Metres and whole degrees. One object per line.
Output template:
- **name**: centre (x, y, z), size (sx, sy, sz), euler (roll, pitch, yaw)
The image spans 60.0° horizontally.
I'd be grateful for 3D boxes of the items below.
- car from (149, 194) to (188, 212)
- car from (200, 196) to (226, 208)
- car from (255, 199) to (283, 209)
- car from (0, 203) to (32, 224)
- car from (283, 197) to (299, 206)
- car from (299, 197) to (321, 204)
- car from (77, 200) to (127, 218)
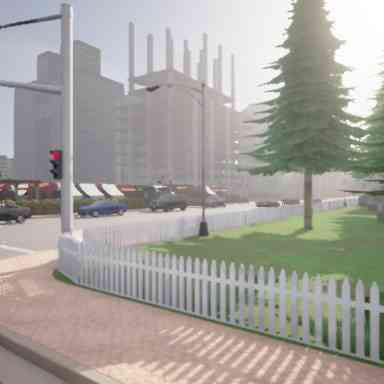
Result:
- **car**: centre (-2.715, 1.265, 39.588), size (2.150, 2.045, 5.566), euler (0, 0, 34)
- **car**: centre (3.079, 1.396, 48.089), size (2.097, 1.767, 4.553), euler (0, 0, 34)
- **car**: centre (10.540, 1.633, 46.348), size (1.895, 1.301, 4.718), euler (0, 0, 34)
- **car**: centre (-13.773, 1.534, 23.242), size (2.128, 1.511, 4.902), euler (0, 0, 34)
- **car**: centre (16.242, 1.538, 54.789), size (1.837, 1.490, 4.892), euler (0, 0, 34)
- **car**: centre (19.252, 1.518, 52.981), size (2.128, 1.511, 4.902), euler (0, 0, 34)
- **car**: centre (-8.366, 1.521, 31.231), size (1.882, 1.535, 5.008), euler (0, 0, 34)
